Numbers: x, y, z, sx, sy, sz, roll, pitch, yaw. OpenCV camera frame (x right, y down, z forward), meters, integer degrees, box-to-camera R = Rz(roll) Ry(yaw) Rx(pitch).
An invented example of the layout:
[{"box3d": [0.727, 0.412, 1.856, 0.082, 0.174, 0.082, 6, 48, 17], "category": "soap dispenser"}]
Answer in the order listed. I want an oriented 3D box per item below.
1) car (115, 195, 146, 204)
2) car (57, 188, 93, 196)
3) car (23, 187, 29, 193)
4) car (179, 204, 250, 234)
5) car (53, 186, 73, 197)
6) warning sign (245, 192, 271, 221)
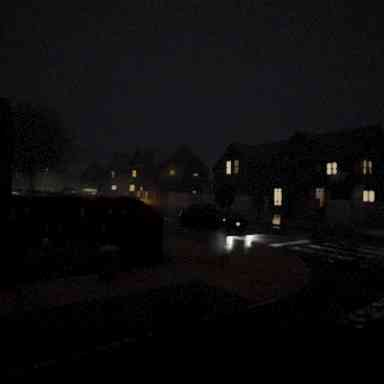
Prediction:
[{"box3d": [-4.954, 1.018, 25.958, 1.837, 1.490, 4.892, 1, 1, -35], "category": "car"}, {"box3d": [-13.402, 0.685, 37.831, 2.128, 1.511, 4.902, 1, 1, -35], "category": "car"}, {"box3d": [-39.856, -0.502, 81.386, 2.097, 1.767, 4.553, -1, 2, -36], "category": "car"}, {"box3d": [1.071, 1.309, 17.505, 1.994, 1.385, 4.181, 1, 0, -35], "category": "car"}, {"box3d": [-20.048, 0.139, 52.024, 2.150, 2.045, 5.566, 1, 0, -36], "category": "car"}, {"box3d": [4.375, 0.928, 22.094, 1.300, 1.860, 1.060, 0, 0, -36], "category": "warning sign"}]
